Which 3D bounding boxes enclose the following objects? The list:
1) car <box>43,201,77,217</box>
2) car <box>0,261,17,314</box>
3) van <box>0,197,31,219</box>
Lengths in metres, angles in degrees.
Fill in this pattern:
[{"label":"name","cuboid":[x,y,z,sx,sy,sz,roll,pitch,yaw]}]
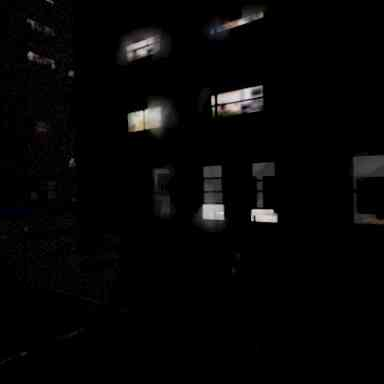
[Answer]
[{"label":"car","cuboid":[-11.592,1.505,30.849,1.802,1.307,4.206,0,0,35]},{"label":"car","cuboid":[-5.017,1.568,6.315,4.313,1.339,1.947,0,-1,36]},{"label":"van","cuboid":[-14.846,1.299,26.240,1.690,1.788,3.998,0,0,35]}]
